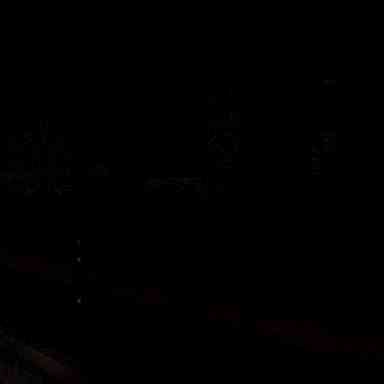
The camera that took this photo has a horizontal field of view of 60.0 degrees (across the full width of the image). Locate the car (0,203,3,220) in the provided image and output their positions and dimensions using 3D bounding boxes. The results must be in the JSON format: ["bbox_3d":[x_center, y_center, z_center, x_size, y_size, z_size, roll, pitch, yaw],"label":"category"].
[{"bbox_3d":[-13.551,1.485,24.538,1.812,1.442,4.674,0,0,34],"label":"car"}]
